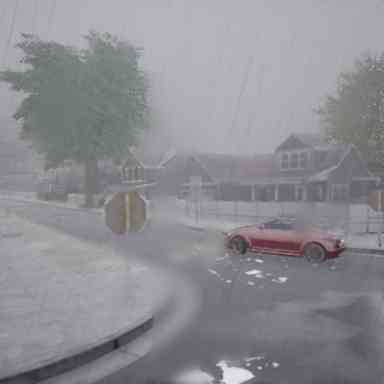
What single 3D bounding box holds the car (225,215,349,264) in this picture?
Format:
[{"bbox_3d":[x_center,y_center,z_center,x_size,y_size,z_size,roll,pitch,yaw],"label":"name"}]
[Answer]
[{"bbox_3d":[3.274,1.550,11.900,4.181,1.385,1.994,-1,1,38],"label":"car"}]
